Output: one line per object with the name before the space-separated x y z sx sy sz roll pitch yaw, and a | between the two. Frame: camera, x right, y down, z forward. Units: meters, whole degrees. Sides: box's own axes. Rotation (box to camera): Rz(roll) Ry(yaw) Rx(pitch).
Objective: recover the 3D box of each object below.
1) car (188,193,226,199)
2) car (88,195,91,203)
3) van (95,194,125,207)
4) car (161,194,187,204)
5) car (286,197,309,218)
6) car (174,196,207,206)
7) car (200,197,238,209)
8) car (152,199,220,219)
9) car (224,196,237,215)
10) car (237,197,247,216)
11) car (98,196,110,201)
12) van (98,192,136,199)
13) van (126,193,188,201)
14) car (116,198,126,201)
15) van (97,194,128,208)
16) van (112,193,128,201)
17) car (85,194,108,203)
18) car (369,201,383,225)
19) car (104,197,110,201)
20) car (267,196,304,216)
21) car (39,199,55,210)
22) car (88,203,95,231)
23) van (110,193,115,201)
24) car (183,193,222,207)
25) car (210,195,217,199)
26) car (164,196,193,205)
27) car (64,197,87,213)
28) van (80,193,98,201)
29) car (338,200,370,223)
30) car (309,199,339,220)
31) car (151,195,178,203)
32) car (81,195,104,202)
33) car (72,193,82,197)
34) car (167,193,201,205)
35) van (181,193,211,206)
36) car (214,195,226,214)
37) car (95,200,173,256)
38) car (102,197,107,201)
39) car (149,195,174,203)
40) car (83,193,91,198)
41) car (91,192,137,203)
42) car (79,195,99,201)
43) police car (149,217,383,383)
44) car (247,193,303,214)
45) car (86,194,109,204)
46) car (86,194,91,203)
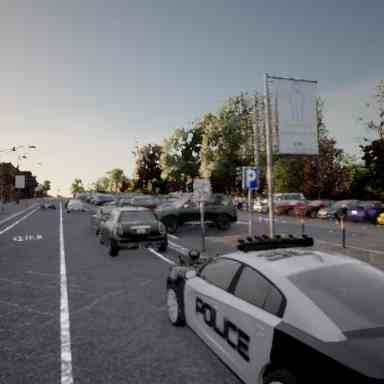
car | 2.618 1.219 48.746 5.566 2.045 2.435 -1 0 -22
car | -14.474 1.598 56.349 4.892 1.521 2.231 -1 0 -22
van | -13.322 1.376 53.790 4.442 1.987 1.878 -1 0 -22
car | -3.502 1.315 64.237 4.553 1.767 2.185 -1 0 -22
car | 10.887 1.382 28.131 5.008 1.535 2.097 -1 0 -22
car | -0.268 1.453 56.560 5.366 1.575 1.946 -1 0 -22
car | 3.703 1.498 46.191 4.792 1.488 2.163 -1 0 -22
car | -1.124 1.526 22.429 5.366 1.575 1.946 -1 0 -22
car | 6.761 1.445 38.440 5.008 1.535 2.097 -1 0 -22
car | 7.790 1.432 35.860 4.892 1.521 2.231 -1 0 -22
car | -9.263 1.620 43.334 4.892 1.521 2.231 -1 0 -22
van | -10.204 1.392 45.981 4.442 1.987 1.878 -1 0 -22
van | -2.925 1.332 27.748 4.442 1.987 1.878 -1 0 -22
car | -4.075 1.575 30.306 5.008 1.535 2.097 -1 0 -22
van | -12.282 1.381 51.186 4.442 1.987 1.878 -1 0 -22
van | -5.222 1.366 32.872 4.442 1.987 1.878 -1 0 -22
car | -20.735 1.437 71.959 4.553 1.767 2.185 -1 0 -22
car | 13.797 1.334 20.328 5.366 1.575 1.946 -1 0 -22
car | -7.161 1.642 38.131 4.792 1.488 2.163 -1 0 -22
car | 9.858 1.399 30.709 5.008 1.535 2.097 -1 0 -22
car | -20.338 1.707 46.942 2.128 1.511 4.902 -1 0 -22
car | -4.817 1.590 19.345 1.837 1.490 4.892 -1 0 -22
van | -6.044 1.375 35.560 4.442 1.987 1.878 -1 0 -22
car | 1.642 1.218 51.345 5.566 2.045 2.435 -1 0 -22
car | 4.681 1.497 43.584 4.792 1.488 2.163 -1 0 -22
car | -2.526 1.477 61.637 4.792 1.488 2.163 -1 0 -22
car | -13.934 1.695 39.699 1.812 1.442 4.674 -1 0 -21
van | -27.052 1.303 87.548 4.442 1.987 1.878 -1 0 -22
car | 12.968 1.380 22.985 4.792 1.488 2.163 -1 0 -22
car | 11.917 1.368 25.554 4.892 1.521 2.231 -1 0 -22
car | -5.759 1.429 69.312 5.366 1.575 1.946 -1 0 -22
car | -23.828 1.545 79.780 5.008 1.535 2.097 -1 0 -22
car | -18.509 1.531 51.133 2.097 1.767 4.553 -1 0 -22
car | -1.446 1.201 59.079 5.566 2.045 2.435 -1 0 -22
van | 0.694 1.237 53.957 4.442 1.987 1.878 -1 0 -22
car | 5.907 1.451 41.089 5.366 1.575 1.946 -1 0 -22
car | -2.589 1.404 13.735 2.097 1.767 4.553 -1 0 -22
car | -8.232 1.658 40.727 4.674 1.452 2.002 -1 0 -22
car | -6.612 1.425 71.962 4.892 1.521 2.231 -1 0 -22
car | -17.615 1.329 64.149 5.566 2.045 2.435 -1 0 -22
car | -11.377 1.363 48.528 5.566 2.045 2.435 -1 0 -22
car | -27.954 1.551 90.207 4.792 1.488 2.163 -1 0 -22
police car | 1.060 1.420 4.561 1.930 1.638 5.238 -1 0 -22
car | 8.794 1.164 33.275 5.566 2.045 2.435 -1 0 -22
car | -19.695 1.443 69.356 4.553 1.767 2.185 -1 0 -22
car | -16.549 1.625 61.557 4.674 1.452 2.002 -1 0 -22
